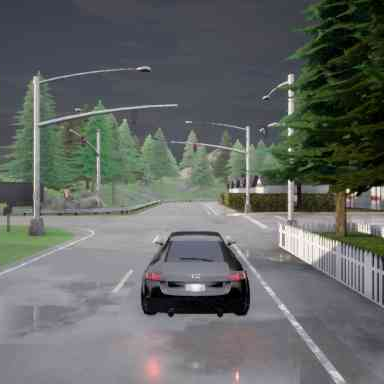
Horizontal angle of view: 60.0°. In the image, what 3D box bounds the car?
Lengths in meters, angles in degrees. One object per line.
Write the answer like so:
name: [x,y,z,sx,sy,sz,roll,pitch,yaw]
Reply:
car: [0.075,1.564,7.553,1.994,1.385,4.181,0,0,1]
